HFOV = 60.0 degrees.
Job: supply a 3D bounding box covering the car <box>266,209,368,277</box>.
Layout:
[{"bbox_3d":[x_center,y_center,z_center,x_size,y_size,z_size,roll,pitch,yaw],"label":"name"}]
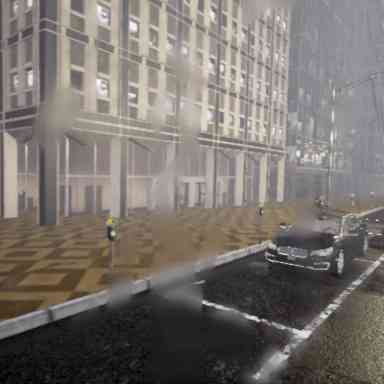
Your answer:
[{"bbox_3d":[3.574,1.180,9.065,2.008,1.369,4.403,3,3,39],"label":"car"}]
